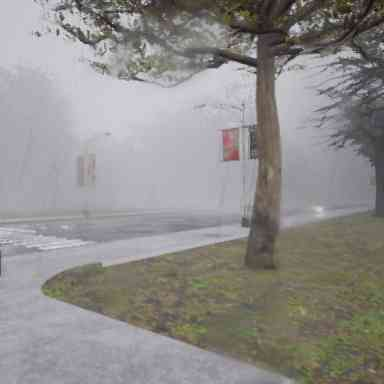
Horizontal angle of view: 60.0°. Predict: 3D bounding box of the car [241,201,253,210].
[{"bbox_3d":[8.711,1.913,45.685,2.033,1.411,5.357,-1,-1,36],"label":"car"}]
